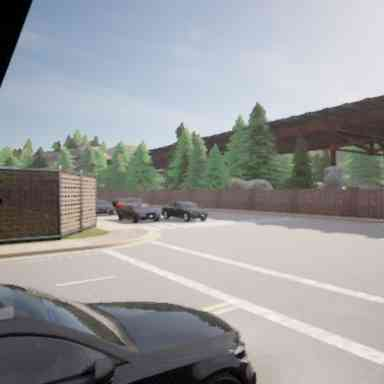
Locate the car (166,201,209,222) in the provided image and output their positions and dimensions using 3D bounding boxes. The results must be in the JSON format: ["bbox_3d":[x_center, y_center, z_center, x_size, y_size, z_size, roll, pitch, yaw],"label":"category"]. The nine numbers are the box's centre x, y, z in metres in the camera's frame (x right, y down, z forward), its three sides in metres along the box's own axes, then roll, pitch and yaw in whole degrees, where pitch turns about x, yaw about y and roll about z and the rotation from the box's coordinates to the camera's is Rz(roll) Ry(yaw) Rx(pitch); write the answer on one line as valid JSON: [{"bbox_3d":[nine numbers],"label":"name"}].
[{"bbox_3d":[-0.599,1.503,26.737,1.837,1.490,4.892,0,0,-36],"label":"car"}]

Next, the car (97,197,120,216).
[{"bbox_3d":[-9.140,1.503,32.569,1.837,1.490,4.892,0,0,-36],"label":"car"}]

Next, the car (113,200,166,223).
[{"bbox_3d":[-4.114,1.562,25.629,1.994,1.385,4.181,0,0,-36],"label":"car"}]

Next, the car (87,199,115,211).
[{"bbox_3d":[-11.417,1.562,41.684,1.994,1.385,4.181,0,0,-36],"label":"car"}]

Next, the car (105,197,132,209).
[{"bbox_3d":[-10.271,1.475,46.395,1.882,1.535,5.008,0,0,-36],"label":"car"}]

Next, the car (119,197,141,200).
[{"bbox_3d":[-5.995,1.350,34.192,2.097,1.767,4.553,0,0,-36],"label":"car"}]

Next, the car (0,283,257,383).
[{"bbox_3d":[-1.555,1.526,2.636,4.674,1.442,1.812,0,0,-35],"label":"car"}]
